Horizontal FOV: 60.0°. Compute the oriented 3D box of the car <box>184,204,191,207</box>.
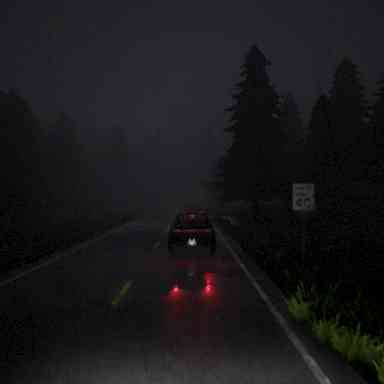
[{"bbox_3d":[0.008,1.794,29.351,1.812,1.442,4.674,0,0,0],"label":"car"}]

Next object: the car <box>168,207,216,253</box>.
[{"bbox_3d":[0.006,1.624,14.282,2.128,1.511,4.902,0,0,0],"label":"car"}]
